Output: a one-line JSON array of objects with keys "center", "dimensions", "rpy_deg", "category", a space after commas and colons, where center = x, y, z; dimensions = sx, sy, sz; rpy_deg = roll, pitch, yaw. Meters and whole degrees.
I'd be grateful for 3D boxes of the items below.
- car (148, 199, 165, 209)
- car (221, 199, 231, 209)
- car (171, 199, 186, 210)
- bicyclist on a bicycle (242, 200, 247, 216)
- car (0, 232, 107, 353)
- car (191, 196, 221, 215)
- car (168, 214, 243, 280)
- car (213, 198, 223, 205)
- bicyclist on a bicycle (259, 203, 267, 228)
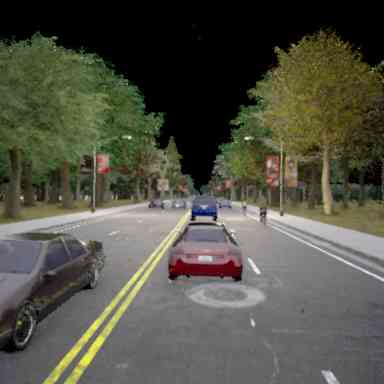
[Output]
[{"center": [-4.969, 1.705, 47.410], "dimensions": [1.994, 1.385, 4.181], "rpy_deg": [1, 0, 2], "category": "car"}, {"center": [5.131, 1.861, 52.102], "dimensions": [2.033, 1.411, 5.357], "rpy_deg": [1, 0, 2], "category": "car"}, {"center": [-1.784, 1.669, 45.699], "dimensions": [2.128, 1.511, 4.902], "rpy_deg": [1, 0, 2], "category": "car"}, {"center": [5.259, 1.668, 33.260], "dimensions": [0.582, 1.620, 1.656], "rpy_deg": [1, -1, 2], "category": "bicyclist on a bicycle"}, {"center": [-3.182, 1.528, 6.402], "dimensions": [2.033, 1.411, 5.357], "rpy_deg": [1, 0, 2], "category": "car"}, {"center": [1.056, 1.354, 28.664], "dimensions": [2.150, 2.045, 5.566], "rpy_deg": [1, 0, 2], "category": "car"}, {"center": [0.398, 1.610, 10.166], "dimensions": [1.994, 1.385, 4.181], "rpy_deg": [1, 0, 2], "category": "car"}, {"center": [5.785, 2.010, 73.472], "dimensions": [1.994, 1.385, 4.181], "rpy_deg": [1, 0, 2], "category": "car"}, {"center": [4.892, 1.615, 22.848], "dimensions": [0.582, 1.620, 1.656], "rpy_deg": [1, -1, 2], "category": "bicyclist on a bicycle"}]
